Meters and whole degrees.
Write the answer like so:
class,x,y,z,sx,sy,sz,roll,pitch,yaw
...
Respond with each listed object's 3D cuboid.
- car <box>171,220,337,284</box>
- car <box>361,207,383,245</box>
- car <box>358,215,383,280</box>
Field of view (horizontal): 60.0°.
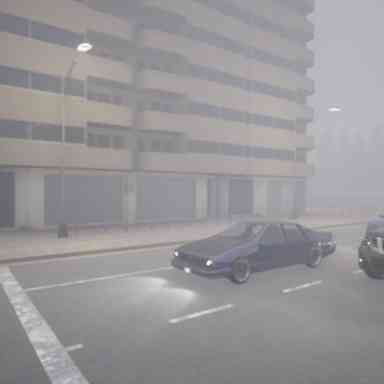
class,x,y,z,sx,sy,sz,roll,pitch,yaw
car,2.054,1.542,9.752,5.357,1.411,2.033,0,0,-35
car,10.069,1.465,15.432,5.008,1.535,1.882,0,0,-35
car,6.721,1.214,8.787,5.566,2.045,2.150,0,0,-35
